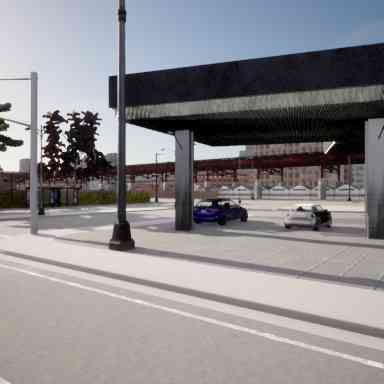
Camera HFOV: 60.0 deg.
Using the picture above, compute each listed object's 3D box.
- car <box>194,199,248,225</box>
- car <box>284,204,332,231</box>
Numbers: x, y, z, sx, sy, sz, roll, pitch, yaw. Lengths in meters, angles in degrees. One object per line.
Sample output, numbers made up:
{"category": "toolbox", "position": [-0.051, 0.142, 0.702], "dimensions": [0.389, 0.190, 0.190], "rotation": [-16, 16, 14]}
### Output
{"category": "car", "position": [2.057, 1.295, 22.982], "dimensions": [2.242, 1.667, 4.611], "rotation": [0, 0, 37]}
{"category": "car", "position": [7.136, 1.456, 20.192], "dimensions": [1.970, 1.475, 3.806], "rotation": [0, 0, 37]}
